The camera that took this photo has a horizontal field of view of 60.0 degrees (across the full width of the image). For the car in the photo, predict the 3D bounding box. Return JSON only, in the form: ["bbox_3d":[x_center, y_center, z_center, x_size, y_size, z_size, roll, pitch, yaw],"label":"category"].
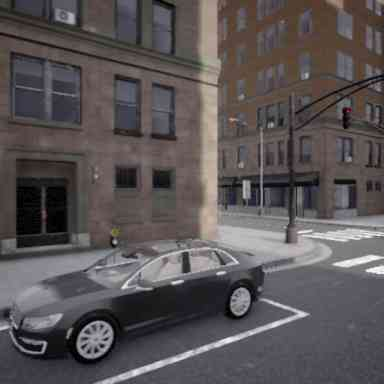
[{"bbox_3d":[-0.634,1.549,5.734,4.403,1.369,2.008,0,0,-35],"label":"car"}]
